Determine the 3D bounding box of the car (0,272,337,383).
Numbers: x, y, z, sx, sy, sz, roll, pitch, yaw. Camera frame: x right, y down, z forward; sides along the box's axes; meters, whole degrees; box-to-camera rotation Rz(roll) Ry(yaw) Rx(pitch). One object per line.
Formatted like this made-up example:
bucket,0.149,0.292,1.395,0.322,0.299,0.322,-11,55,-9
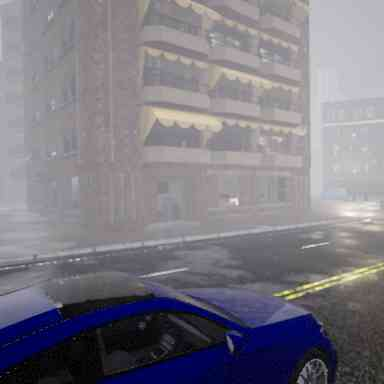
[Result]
car,-0.631,1.512,3.017,4.674,1.442,1.812,-1,1,-36

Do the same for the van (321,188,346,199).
van,24.754,0.264,57.968,3.998,1.788,1.690,1,0,21
